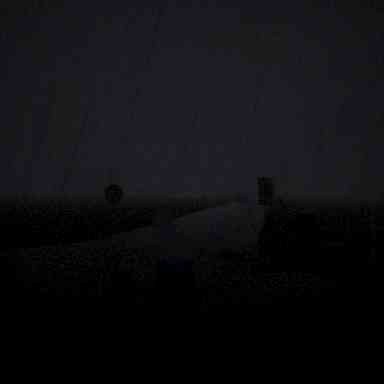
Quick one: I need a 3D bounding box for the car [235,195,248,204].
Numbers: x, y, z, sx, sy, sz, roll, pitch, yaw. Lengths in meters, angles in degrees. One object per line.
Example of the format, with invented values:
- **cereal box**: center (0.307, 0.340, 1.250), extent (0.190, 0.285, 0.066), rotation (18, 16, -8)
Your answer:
- **car**: center (8.143, 1.142, 54.013), extent (2.033, 1.411, 5.357), rotation (1, 1, 14)
